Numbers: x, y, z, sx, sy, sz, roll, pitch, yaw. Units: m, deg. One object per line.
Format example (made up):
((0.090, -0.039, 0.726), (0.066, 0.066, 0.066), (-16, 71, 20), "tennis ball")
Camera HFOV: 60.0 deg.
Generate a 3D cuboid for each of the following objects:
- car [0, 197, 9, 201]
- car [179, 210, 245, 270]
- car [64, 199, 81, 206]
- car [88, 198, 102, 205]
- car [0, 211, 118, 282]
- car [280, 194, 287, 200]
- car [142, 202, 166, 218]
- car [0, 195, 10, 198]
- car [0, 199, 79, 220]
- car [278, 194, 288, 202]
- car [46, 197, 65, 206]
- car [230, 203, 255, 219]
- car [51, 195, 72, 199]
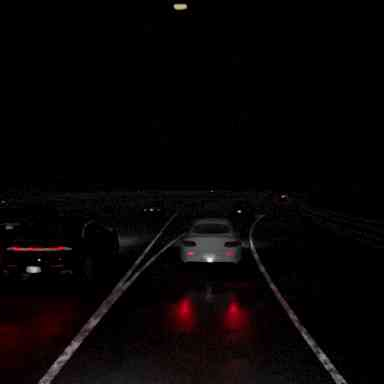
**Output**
((-28.043, 1.888, 52.963), (1.895, 1.301, 4.718), (0, -1, 1), "car")
((0.683, 1.534, 11.043), (1.812, 1.442, 4.674), (0, 0, 5), "car")
((-24.511, 2.074, 68.460), (1.812, 1.442, 4.674), (0, -1, 0), "car")
((-24.514, 2.373, 84.294), (1.882, 1.535, 5.008), (0, -1, 0), "car")
((-3.502, 1.504, 9.793), (2.128, 1.511, 4.902), (0, 0, 0), "car")
((23.489, 1.290, 85.132), (1.812, 1.442, 4.674), (-1, 1, 16), "car")
((-3.506, 1.617, 31.401), (2.033, 1.411, 5.357), (0, 0, 0), "car")
((-46.029, 1.436, 81.359), (1.882, 1.535, 5.008), (1, 1, -14), "car")
((-6.902, 1.371, 14.730), (2.097, 1.767, 4.553), (0, 0, 0), "car")
((20.533, 1.576, 75.463), (2.128, 1.511, 4.902), (-1, 1, 17), "car")
((-28.011, 1.903, 68.365), (2.097, 1.767, 4.553), (0, -1, 0), "car")
((4.590, 1.645, 30.146), (1.994, 1.385, 4.181), (-1, 0, 16), "car")
((-21.059, 1.514, 53.442), (2.150, 2.045, 5.566), (0, -1, 1), "car")
